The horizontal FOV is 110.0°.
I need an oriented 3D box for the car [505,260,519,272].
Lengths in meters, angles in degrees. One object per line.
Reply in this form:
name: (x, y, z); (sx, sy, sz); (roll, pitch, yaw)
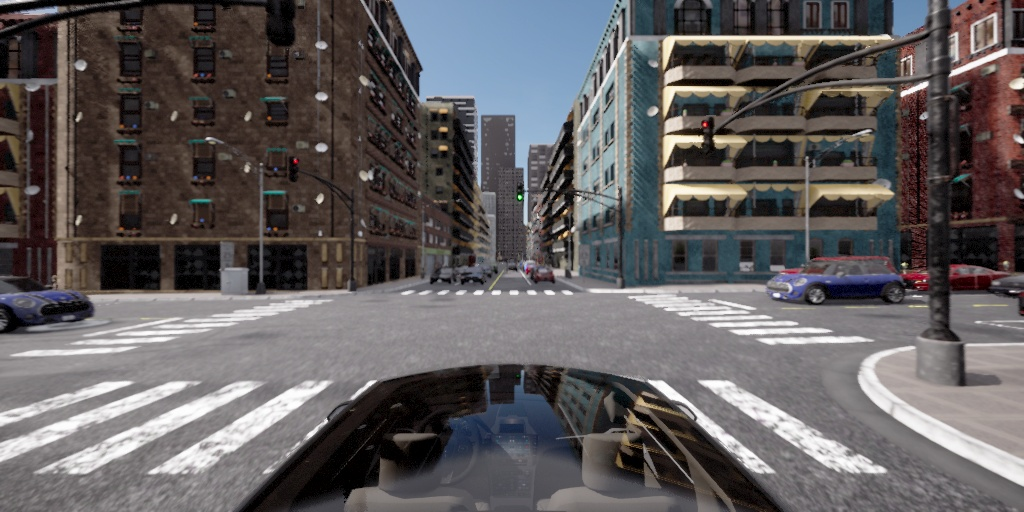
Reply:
car: (-0.015, 1.883, 59.404); (1.837, 1.490, 4.892); (0, -1, 0)

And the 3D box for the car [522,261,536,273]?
car: (2.678, 1.784, 46.928); (1.888, 1.381, 4.507); (0, 0, 0)

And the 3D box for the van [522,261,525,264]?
van: (2.677, 1.641, 52.451); (1.690, 1.789, 3.998); (0, 0, 0)

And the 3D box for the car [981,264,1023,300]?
car: (23.636, 1.061, 14.999); (5.357, 1.411, 2.033); (-1, 0, -1)

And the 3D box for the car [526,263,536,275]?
car: (2.680, 1.682, 35.882); (1.948, 1.339, 4.313); (0, 0, 0)

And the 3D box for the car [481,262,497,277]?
car: (-3.110, 1.713, 40.306); (2.033, 1.411, 5.357); (0, -1, -1)

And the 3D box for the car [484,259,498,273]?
car: (-3.099, 1.502, 50.721); (2.150, 2.045, 5.566); (0, -1, 0)

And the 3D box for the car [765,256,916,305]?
car: (13.273, 1.015, 14.958); (4.553, 1.767, 2.097); (-1, 0, 1)

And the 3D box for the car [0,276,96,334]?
car: (-16.563, 1.437, 11.530); (4.553, 1.767, 2.097); (-1, 0, -1)

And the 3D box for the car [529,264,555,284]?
car: (2.682, 1.638, 30.359); (1.802, 1.307, 4.207); (0, 0, 0)

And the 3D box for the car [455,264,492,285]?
car: (-3.104, 1.599, 29.961); (2.033, 1.411, 5.357); (0, -1, 0)

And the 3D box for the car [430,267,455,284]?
car: (-5.700, 1.622, 30.369); (1.948, 1.339, 4.313); (0, 0, 0)

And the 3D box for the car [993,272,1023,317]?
car: (15.791, 1.176, 9.145); (4.313, 1.339, 1.948); (0, 0, 0)

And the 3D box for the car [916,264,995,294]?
car: (21.338, 1.099, 17.568); (4.507, 1.381, 1.888); (0, 0, 0)

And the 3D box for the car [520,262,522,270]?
car: (2.675, 1.928, 57.974); (1.948, 1.339, 4.313); (0, 0, 0)
